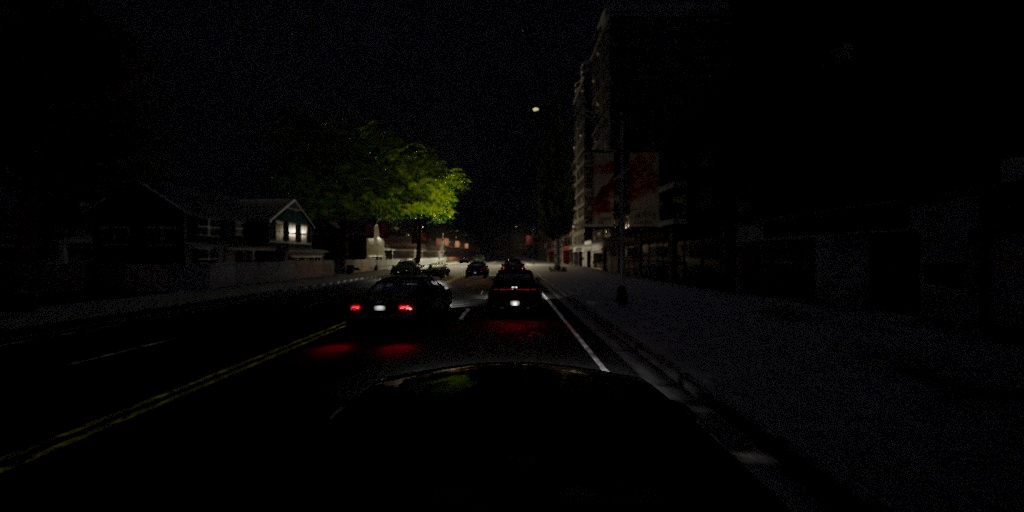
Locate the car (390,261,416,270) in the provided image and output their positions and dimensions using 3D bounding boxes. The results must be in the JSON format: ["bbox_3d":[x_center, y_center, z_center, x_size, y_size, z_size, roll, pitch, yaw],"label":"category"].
[{"bbox_3d":[-9.855,1.209,33.450,1.837,1.490,4.892,0,0,0],"label":"car"}]

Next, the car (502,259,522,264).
[{"bbox_3d":[0.090,1.059,31.639,2.097,1.767,4.553,0,0,0],"label":"car"}]

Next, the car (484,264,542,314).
[{"bbox_3d":[0.096,1.242,13.775,1.837,1.490,4.892,0,0,0],"label":"car"}]

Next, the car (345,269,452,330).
[{"bbox_3d":[-3.156,1.289,11.072,2.033,1.411,5.357,0,0,0],"label":"car"}]

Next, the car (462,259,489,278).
[{"bbox_3d":[-3.160,1.231,32.957,1.812,1.442,4.674,0,0,0],"label":"car"}]

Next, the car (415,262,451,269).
[{"bbox_3d":[-6.608,1.309,31.071,1.895,1.301,4.718,0,0,0],"label":"car"}]
